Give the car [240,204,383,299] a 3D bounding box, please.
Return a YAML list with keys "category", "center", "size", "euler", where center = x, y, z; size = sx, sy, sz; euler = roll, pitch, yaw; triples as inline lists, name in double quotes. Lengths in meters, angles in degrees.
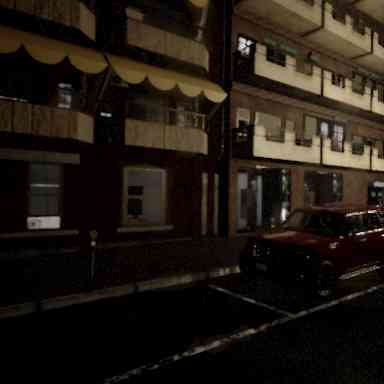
- category: "car"
  center: [3.539, 1.281, 8.597]
  size: [5.009, 1.841, 2.192]
  euler: [0, 2, -35]
